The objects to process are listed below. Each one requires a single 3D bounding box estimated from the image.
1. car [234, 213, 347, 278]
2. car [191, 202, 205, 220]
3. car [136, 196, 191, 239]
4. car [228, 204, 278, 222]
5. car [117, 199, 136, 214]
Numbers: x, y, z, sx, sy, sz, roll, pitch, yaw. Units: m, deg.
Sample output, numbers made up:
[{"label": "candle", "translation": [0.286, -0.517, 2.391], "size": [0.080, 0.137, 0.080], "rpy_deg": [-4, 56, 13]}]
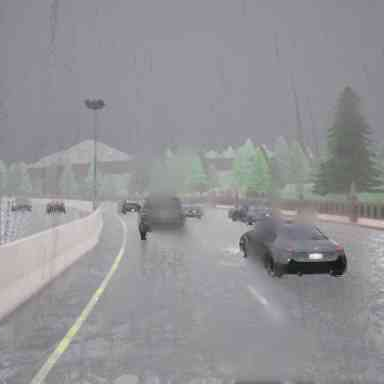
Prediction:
[{"label": "car", "translation": [2.847, 1.554, 10.198], "size": [1.994, 1.385, 4.181], "rpy_deg": [0, 0, -6]}, {"label": "car", "translation": [-0.507, 1.552, 27.861], "size": [2.033, 1.411, 5.357], "rpy_deg": [0, 0, -16]}, {"label": "car", "translation": [-1.707, 1.230, 17.565], "size": [2.150, 2.045, 5.566], "rpy_deg": [0, 0, -10]}, {"label": "car", "translation": [4.222, 1.533, 23.452], "size": [2.033, 1.411, 5.357], "rpy_deg": [0, 0, -13]}, {"label": "car", "translation": [-6.709, 1.533, 35.295], "size": [1.837, 1.490, 4.892], "rpy_deg": [0, 0, -21]}]
